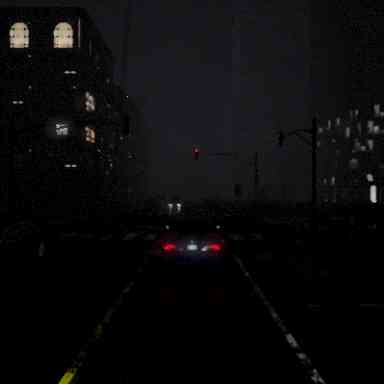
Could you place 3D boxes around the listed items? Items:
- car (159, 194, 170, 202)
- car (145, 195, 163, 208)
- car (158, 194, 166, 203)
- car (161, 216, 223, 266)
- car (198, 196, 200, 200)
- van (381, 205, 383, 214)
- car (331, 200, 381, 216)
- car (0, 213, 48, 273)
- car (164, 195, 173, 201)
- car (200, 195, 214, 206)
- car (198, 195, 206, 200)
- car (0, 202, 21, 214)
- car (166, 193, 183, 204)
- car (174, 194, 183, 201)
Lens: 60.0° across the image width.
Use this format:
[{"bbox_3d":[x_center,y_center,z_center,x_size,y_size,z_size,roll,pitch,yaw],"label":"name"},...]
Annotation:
[{"bbox_3d":[-5.717,1.335,70.224,1.967,1.590,4.097,-1,0,0],"label":"car"},{"bbox_3d":[-5.711,1.469,47.629,1.887,1.381,4.507,-1,0,0],"label":"car"},{"bbox_3d":[-5.714,1.356,53.278,1.967,1.590,4.097,-1,0,0],"label":"car"},{"bbox_3d":[0.022,1.528,11.397,2.033,1.411,5.357,0,0,0],"label":"car"},{"bbox_3d":[2.630,1.440,75.933,2.008,1.369,4.403,-1,0,0],"label":"car"},{"bbox_3d":[14.683,1.334,21.207,3.998,1.788,1.690,0,1,0],"label":"van"},{"bbox_3d":[14.668,1.421,29.591,4.313,1.339,1.947,0,1,0],"label":"car"},{"bbox_3d":[-5.703,1.534,9.562,2.008,1.369,4.403,-1,0,0],"label":"car"},{"bbox_3d":[-5.718,1.464,81.523,1.802,1.307,4.206,-1,0,0],"label":"car"},{"bbox_3d":[2.635,1.461,53.337,1.887,1.381,4.507,-1,0,0],"label":"car"},{"bbox_3d":[2.628,1.421,87.231,1.887,1.381,4.507,-1,0,0],"label":"car"},{"bbox_3d":[-17.890,1.452,29.531,4.829,1.417,1.752,0,1,0],"label":"car"},{"bbox_3d":[-3.060,1.412,60.156,1.837,1.490,4.892,0,0,1],"label":"car"},{"bbox_3d":[-3.015,1.241,75.741,1.812,1.442,4.674,0,0,0],"label":"car"}]
